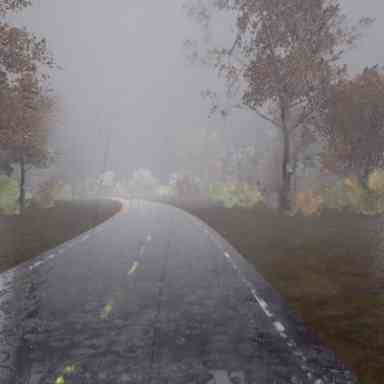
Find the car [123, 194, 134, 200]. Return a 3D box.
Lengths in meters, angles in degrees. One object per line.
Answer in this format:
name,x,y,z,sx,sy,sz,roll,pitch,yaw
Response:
car,-14.996,1.136,78.261,2.033,1.411,5.357,0,0,-19
